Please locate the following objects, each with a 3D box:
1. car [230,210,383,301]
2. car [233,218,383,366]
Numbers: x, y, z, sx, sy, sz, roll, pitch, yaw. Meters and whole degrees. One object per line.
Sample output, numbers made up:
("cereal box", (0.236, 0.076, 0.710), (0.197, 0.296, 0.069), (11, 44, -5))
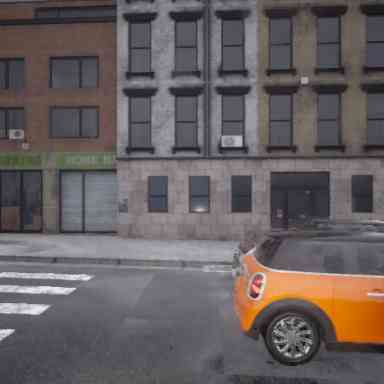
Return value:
("car", (3.307, 1.421, 8.152), (4.553, 1.767, 2.097), (1, 0, 3))
("car", (2.971, 1.397, 5.220), (4.553, 1.767, 2.097), (1, -1, 3))
